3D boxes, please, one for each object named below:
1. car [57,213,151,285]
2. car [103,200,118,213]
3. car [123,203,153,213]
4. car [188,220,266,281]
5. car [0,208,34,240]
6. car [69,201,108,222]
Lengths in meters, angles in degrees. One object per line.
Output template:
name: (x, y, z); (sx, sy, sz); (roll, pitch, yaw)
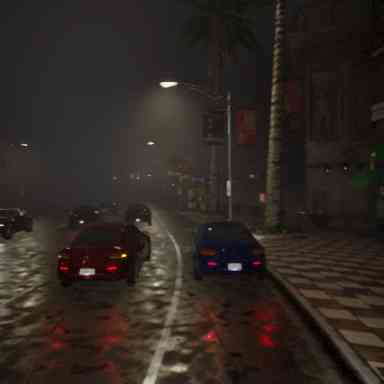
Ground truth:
car: (-2.287, 1.571, 9.516); (1.812, 1.442, 4.674); (0, 0, 0)
car: (-9.487, 1.673, 37.683); (2.128, 1.511, 4.902); (0, 0, -9)
car: (-3.944, 1.605, 24.400); (1.837, 1.490, 4.892); (0, 0, -8)
car: (0.906, 1.546, 9.879); (1.812, 1.442, 4.674); (-1, 0, -2)
car: (-10.070, 1.624, 17.845); (2.128, 1.511, 4.902); (0, 0, -8)
car: (-7.299, 1.628, 23.283); (1.837, 1.490, 4.892); (0, 0, -8)
